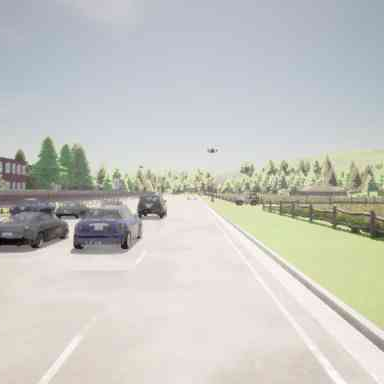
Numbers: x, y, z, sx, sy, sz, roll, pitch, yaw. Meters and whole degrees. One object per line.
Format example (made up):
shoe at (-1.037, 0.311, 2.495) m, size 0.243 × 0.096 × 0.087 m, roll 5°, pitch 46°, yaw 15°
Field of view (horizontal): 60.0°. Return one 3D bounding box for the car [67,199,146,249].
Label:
car at (-3.500, 1.367, 14.620) m, size 2.097 × 1.767 × 4.553 m, roll 0°, pitch 0°, yaw 0°

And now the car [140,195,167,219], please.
car at (-3.500, 1.259, 29.680) m, size 2.150 × 2.045 × 5.566 m, roll 0°, pitch 0°, yaw 0°

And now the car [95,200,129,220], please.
car at (-7.000, 1.517, 29.650) m, size 1.837 × 1.490 × 4.892 m, roll 0°, pitch 0°, yaw 0°

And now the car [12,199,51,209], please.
car at (-14.000, 1.367, 29.620) m, size 2.097 × 1.767 × 4.553 m, roll 0°, pitch 0°, yaw 0°

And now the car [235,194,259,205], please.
car at (8.922, 1.213, 53.838) m, size 3.866 × 1.878 × 1.905 m, roll 0°, pitch 0°, yaw 0°

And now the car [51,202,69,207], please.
car at (-10.500, 1.573, 29.650) m, size 1.994 × 1.385 × 4.181 m, roll 0°, pitch 0°, yaw 0°

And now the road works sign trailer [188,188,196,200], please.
road works sign trailer at (0.001, 0.464, 94.634) m, size 2.380 × 3.560 × 2.880 m, roll 0°, pitch 0°, yaw 0°

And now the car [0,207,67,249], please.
car at (-7.000, 1.573, 14.650) m, size 1.994 × 1.385 × 4.181 m, roll 0°, pitch 0°, yaw 0°
